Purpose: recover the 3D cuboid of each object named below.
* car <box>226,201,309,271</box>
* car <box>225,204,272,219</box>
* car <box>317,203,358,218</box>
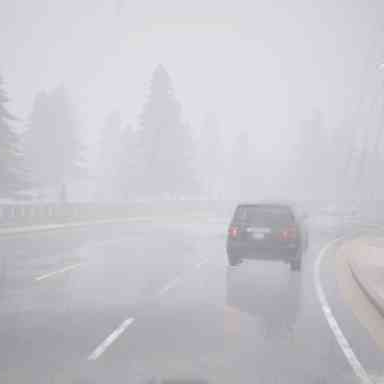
[{"bbox_3d":[2.809,1.317,11.680,2.150,2.045,5.566,0,0,21],"label":"car"},{"bbox_3d":[5.631,1.843,32.683,4.718,1.301,1.895,1,0,-39],"label":"car"},{"bbox_3d":[15.268,1.862,34.723,4.674,1.442,1.812,1,-1,-26],"label":"car"}]
